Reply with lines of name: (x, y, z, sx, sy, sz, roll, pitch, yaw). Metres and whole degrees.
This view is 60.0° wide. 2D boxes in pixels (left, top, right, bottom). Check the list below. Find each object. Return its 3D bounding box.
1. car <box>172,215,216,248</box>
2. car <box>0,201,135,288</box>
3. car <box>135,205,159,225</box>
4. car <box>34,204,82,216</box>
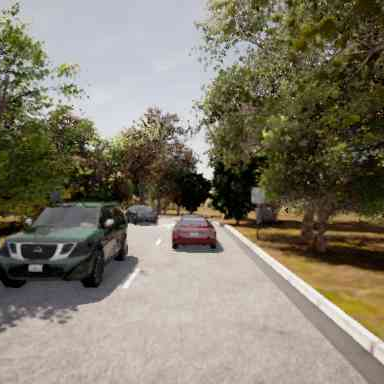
car: (0.089, 1.768, 15.886, 1.994, 1.385, 4.181, 1, -1, 0)
car: (-3.332, 1.300, 9.812, 2.150, 2.045, 5.566, 1, -1, 0)
car: (-4.109, 1.822, 27.168, 1.837, 1.490, 4.892, 3, -2, -22)
car: (-15.326, 2.094, 38.284, 4.718, 1.301, 1.895, 1, -2, 1)
